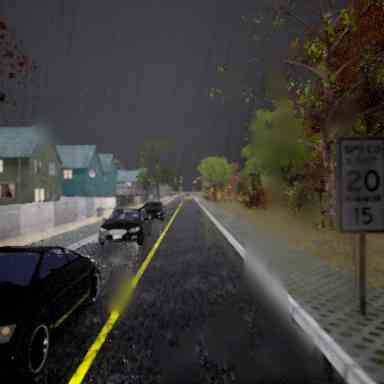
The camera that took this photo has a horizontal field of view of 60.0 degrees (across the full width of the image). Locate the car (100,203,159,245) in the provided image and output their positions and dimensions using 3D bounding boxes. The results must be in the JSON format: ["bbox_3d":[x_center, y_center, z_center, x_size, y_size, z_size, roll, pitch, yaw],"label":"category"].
[{"bbox_3d":[-2.995,1.519,15.708,2.128,1.511,4.902,-1,0,0],"label":"car"}]

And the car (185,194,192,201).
[{"bbox_3d":[-0.888,1.447,85.524,1.882,1.535,5.008,-1,0,-1],"label":"car"}]

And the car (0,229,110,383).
[{"bbox_3d":[-2.886,1.595,5.350,1.994,1.385,4.181,-1,0,0],"label":"car"}]

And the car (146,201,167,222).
[{"bbox_3d":[-3.104,1.530,26.950,1.837,1.490,4.892,-1,0,0],"label":"car"}]
